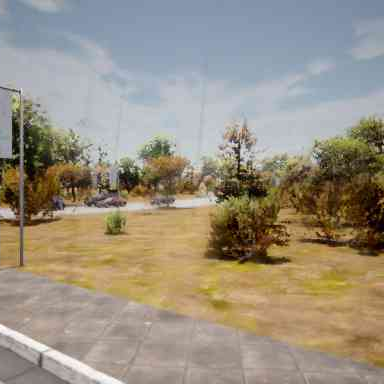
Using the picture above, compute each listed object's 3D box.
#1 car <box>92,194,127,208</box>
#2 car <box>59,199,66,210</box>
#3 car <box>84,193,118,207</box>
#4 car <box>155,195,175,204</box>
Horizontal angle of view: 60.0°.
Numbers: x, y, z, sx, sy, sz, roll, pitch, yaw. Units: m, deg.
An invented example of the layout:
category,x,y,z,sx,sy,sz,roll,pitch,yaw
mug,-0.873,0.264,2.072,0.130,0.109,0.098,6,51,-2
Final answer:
category,x,y,z,sx,sy,sz,roll,pitch,yaw
car,-11.451,1.466,47.708,1.812,1.442,4.674,0,0,38
car,-17.695,1.347,39.941,2.097,1.767,4.553,0,0,39
car,-13.579,1.153,50.657,2.150,2.045,5.566,0,1,39
car,-4.933,1.302,55.817,2.128,1.511,4.902,0,1,39
